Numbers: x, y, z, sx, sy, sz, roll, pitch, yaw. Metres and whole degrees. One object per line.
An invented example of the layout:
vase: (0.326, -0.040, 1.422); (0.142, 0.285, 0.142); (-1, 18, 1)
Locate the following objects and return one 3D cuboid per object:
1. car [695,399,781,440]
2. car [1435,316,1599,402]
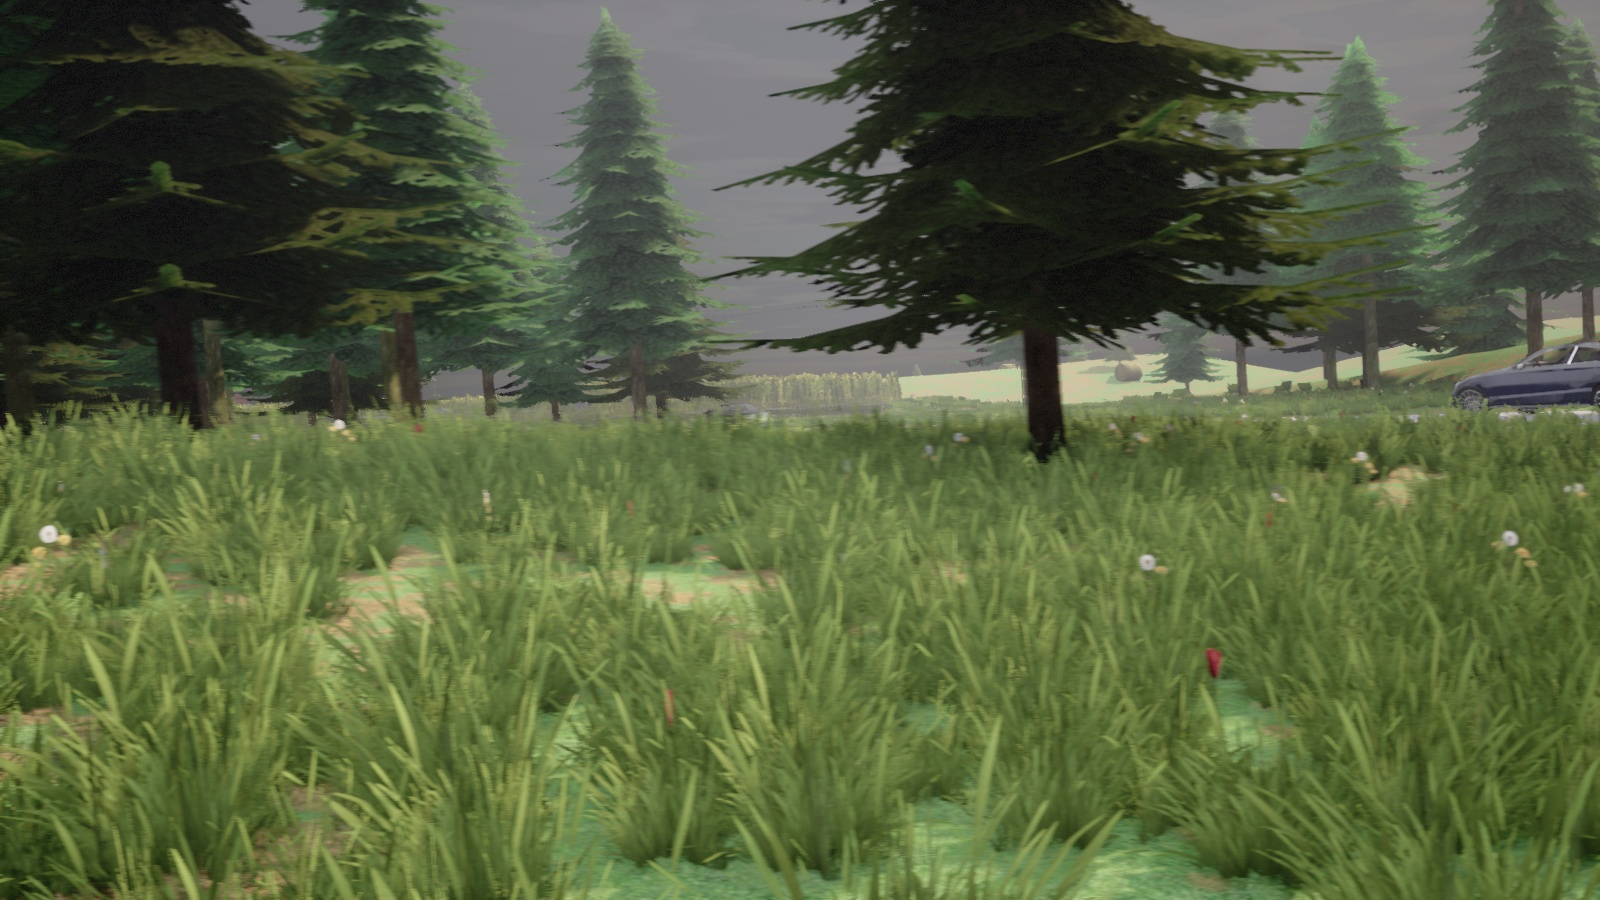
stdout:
car: (-2.866, -1.368, 57.328); (2.007, 1.525, 4.514); (-7, 3, -29)
car: (17.043, -2.067, 27.790); (2.152, 1.651, 5.027); (-7, 3, -23)
